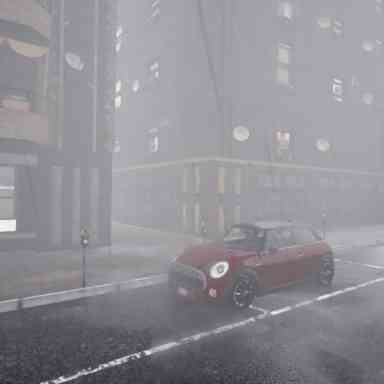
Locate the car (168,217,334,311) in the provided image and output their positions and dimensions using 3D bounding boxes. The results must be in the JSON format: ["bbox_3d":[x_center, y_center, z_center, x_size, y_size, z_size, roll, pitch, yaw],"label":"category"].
[{"bbox_3d":[1.446,1.442,7.734,4.097,1.590,1.967,0,1,-35],"label":"car"}]
